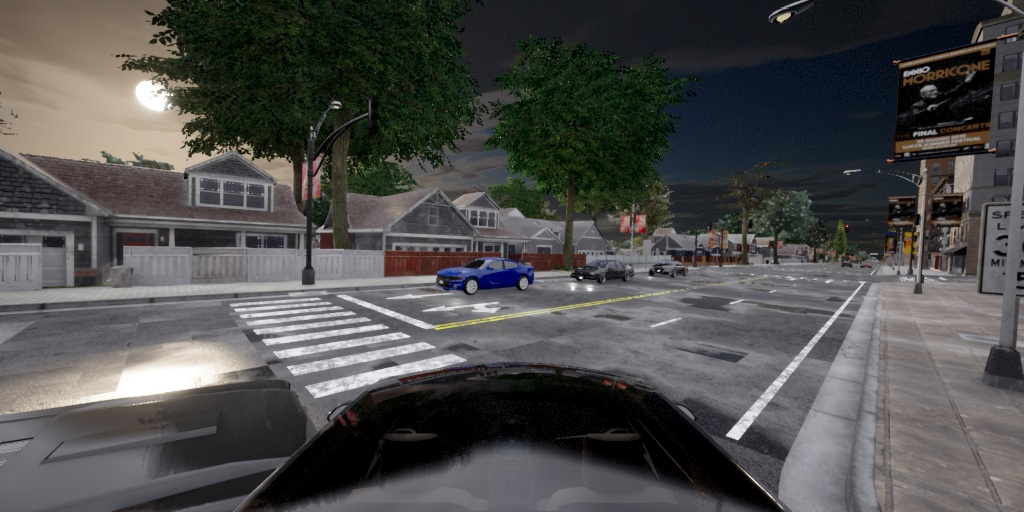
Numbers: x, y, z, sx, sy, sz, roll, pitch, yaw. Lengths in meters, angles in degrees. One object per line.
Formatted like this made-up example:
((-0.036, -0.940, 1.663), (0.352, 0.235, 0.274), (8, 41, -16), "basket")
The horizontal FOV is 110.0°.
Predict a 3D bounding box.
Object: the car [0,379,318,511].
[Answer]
((-3.311, 1.288, 1.289), (4.718, 1.301, 1.895), (1, 2, -34), "car")

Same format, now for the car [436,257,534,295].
((-1.107, 0.813, 16.473), (5.008, 1.535, 1.882), (0, 2, -44), "car")

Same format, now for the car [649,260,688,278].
((13.264, 1.019, 30.307), (4.181, 1.385, 1.994), (0, 2, -44), "car")

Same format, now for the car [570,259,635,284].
((6.063, 0.941, 23.389), (5.357, 1.411, 2.033), (0, 2, -44), "car")
